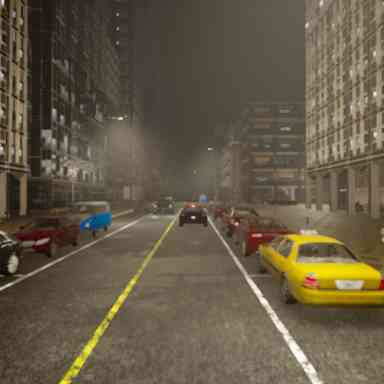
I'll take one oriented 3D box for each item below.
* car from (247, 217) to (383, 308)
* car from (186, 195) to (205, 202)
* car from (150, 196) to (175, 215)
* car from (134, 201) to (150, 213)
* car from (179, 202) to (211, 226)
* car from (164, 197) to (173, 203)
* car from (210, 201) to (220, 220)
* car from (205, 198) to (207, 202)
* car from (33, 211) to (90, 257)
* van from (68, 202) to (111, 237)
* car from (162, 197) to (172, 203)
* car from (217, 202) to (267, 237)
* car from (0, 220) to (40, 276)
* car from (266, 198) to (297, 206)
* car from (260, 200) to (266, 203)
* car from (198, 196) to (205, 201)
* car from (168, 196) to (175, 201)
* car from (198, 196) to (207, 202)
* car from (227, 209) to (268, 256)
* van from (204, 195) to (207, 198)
[{"bbox_3d":[2.696,1.567,8.011,1.752,1.417,4.829,1,0,0],"label":"car"},{"bbox_3d":[0.088,1.539,39.715,2.097,1.767,4.553,0,0,0],"label":"car"},{"bbox_3d":[-3.033,1.525,36.573,2.097,1.767,4.553,0,0,0],"label":"car"},{"bbox_3d":[-5.805,1.769,39.718,1.802,1.307,4.206,1,0,0],"label":"car"},{"bbox_3d":[0.094,1.684,24.250,1.994,1.385,4.181,0,0,0],"label":"car"},{"bbox_3d":[-5.835,1.889,83.312,2.008,1.369,4.403,1,0,0],"label":"car"},{"bbox_3d":[2.690,1.687,29.096,1.887,1.381,4.507,1,0,0],"label":"car"},{"bbox_3d":[2.798,1.738,39.721,2.008,1.369,4.403,1,0,0],"label":"car"},{"bbox_3d":[-5.687,1.649,13.156,1.802,1.307,4.206,1,0,0],"label":"car"},{"bbox_3d":[-5.686,1.434,18.471,1.690,1.788,3.998,1,0,0],"label":"van"},{"bbox_3d":[-5.834,1.849,78.130,1.752,1.417,4.829,1,0,0],"label":"car"},{"bbox_3d":[2.694,1.533,18.469,1.967,1.590,4.097,1,0,0],"label":"car"},{"bbox_3d":[-5.685,1.591,7.843,2.008,1.369,4.403,1,0,0],"label":"car"},{"bbox_3d":[15.099,1.663,55.226,4.507,1.381,1.887,0,-1,1],"label":"car"},{"bbox_3d":[15.178,1.796,63.605,4.403,1.369,2.008,0,-1,1],"label":"car"},{"bbox_3d":[2.739,1.935,94.600,1.947,1.339,4.313,1,0,0],"label":"car"},{"bbox_3d":[-5.775,1.894,94.460,1.752,1.417,4.829,1,0,0],"label":"car"},{"bbox_3d":[2.785,1.905,88.944,2.008,1.369,4.403,1,0,0],"label":"car"},{"bbox_3d":[2.694,1.611,13.155,1.887,1.381,4.507,1,0,0],"label":"car"},{"bbox_3d":[2.807,1.680,83.285,1.690,1.788,3.998,1,0,0],"label":"van"}]
